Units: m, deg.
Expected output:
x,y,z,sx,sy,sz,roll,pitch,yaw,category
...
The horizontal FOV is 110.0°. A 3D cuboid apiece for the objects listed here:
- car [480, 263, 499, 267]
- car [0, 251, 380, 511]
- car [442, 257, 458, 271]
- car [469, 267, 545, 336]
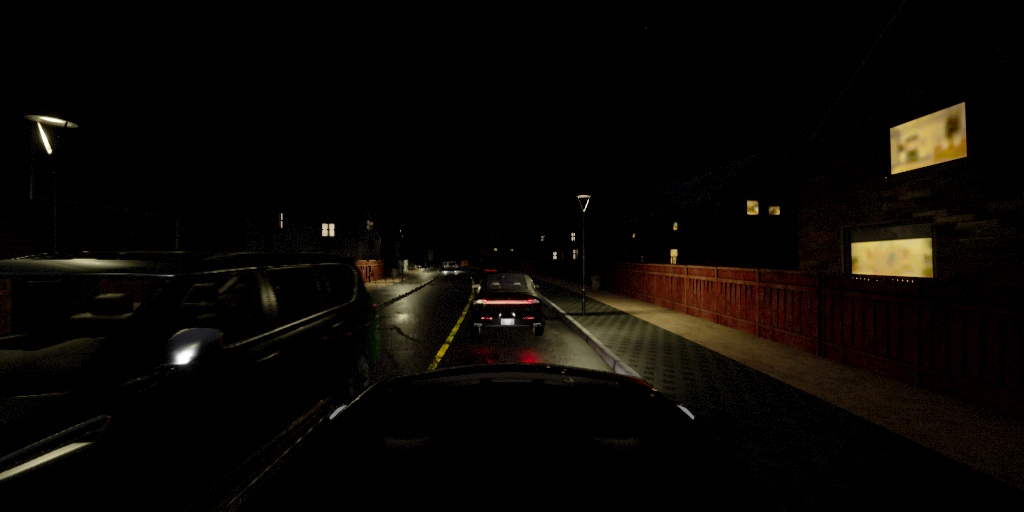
x,y,z,sx,sy,sz,roll,pitch,yaw,category
-1.951,1.327,30.565,1.837,1.490,4.892,0,0,-7,car
-2.903,0.971,2.830,2.150,2.045,5.566,0,0,-1,car
-9.467,1.201,54.635,2.150,2.045,5.566,0,-1,-14,car
-0.173,1.249,10.382,2.128,1.511,4.902,0,0,-2,car
